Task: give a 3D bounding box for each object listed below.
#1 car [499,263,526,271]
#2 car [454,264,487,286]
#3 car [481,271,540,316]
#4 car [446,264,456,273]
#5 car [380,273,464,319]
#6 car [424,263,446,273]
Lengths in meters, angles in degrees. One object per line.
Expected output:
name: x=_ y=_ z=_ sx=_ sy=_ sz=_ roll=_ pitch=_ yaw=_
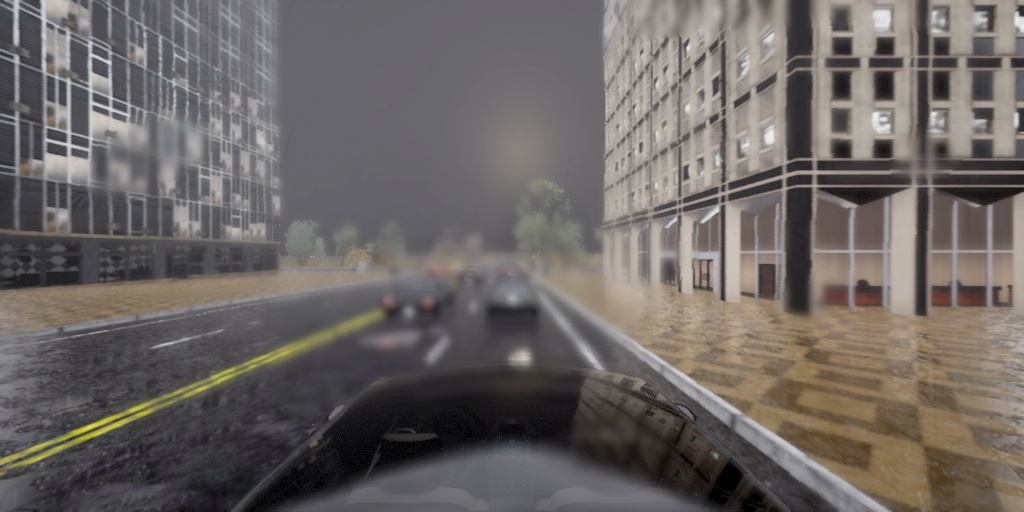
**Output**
car: x=0.047 y=1.430 z=28.983 sx=2.097 sy=1.767 sz=4.553 roll=0 pitch=-1 yaw=1
car: x=-3.201 y=1.587 z=29.126 sx=1.837 sy=1.490 sz=4.892 roll=0 pitch=0 yaw=0
car: x=0.049 y=1.469 z=14.239 sx=1.994 sy=1.385 sz=4.181 roll=0 pitch=-1 yaw=0
car: x=-6.554 y=1.735 z=44.717 sx=1.882 sy=1.535 sz=5.008 roll=0 pitch=-1 yaw=0
car: x=-3.207 y=1.496 z=13.474 sx=1.895 sy=1.301 sz=4.718 roll=0 pitch=-1 yaw=1
car: x=-9.797 y=1.623 z=45.948 sx=2.097 sy=1.767 sz=4.553 roll=0 pitch=-1 yaw=1
